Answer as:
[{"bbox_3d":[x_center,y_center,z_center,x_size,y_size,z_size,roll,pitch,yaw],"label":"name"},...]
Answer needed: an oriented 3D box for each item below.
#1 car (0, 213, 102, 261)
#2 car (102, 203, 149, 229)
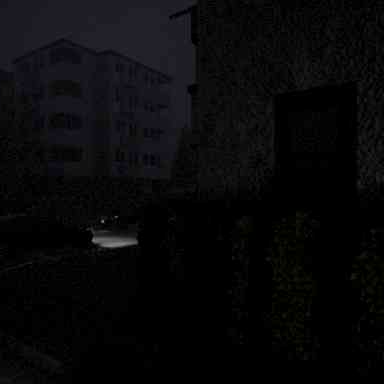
[{"bbox_3d":[-5.954,1.526,12.354,1.812,1.442,4.674,1,0,37],"label":"car"},{"bbox_3d":[-3.929,1.492,21.903,2.128,1.511,4.902,0,0,35],"label":"car"}]
